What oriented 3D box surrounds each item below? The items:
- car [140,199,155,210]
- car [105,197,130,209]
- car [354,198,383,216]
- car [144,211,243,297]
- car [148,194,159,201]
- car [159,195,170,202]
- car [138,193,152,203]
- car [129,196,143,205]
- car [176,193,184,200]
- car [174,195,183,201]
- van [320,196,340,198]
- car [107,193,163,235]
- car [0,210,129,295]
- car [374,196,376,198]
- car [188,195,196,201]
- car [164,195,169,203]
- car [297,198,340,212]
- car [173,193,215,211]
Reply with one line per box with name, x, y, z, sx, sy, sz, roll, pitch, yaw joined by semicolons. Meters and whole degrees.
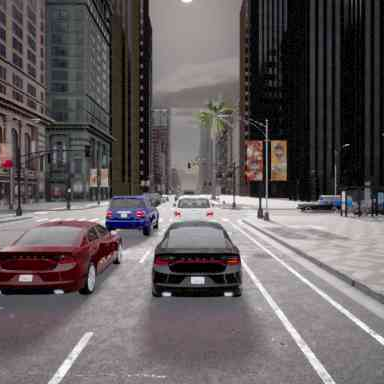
car;-5.990;1.602;44.856;1.895;1.301;4.718;0;0;-9
car;-10.160;1.493;45.747;2.128;1.511;4.902;0;0;3
car;17.053;1.549;31.272;4.403;1.369;2.008;0;0;0
car;0.094;1.477;8.608;1.882;1.535;5.008;0;0;0
car;-9.797;1.348;84.811;2.097;1.767;4.553;0;0;0
car;-6.544;1.530;79.366;2.128;1.511;4.902;0;0;0
car;-9.789;1.229;69.936;2.150;2.045;5.566;0;0;0
car;-9.858;1.528;58.853;1.812;1.442;4.674;0;0;0
car;-3.301;1.194;92.029;2.097;1.767;4.553;0;0;0
car;-3.295;1.496;81.639;1.837;1.490;4.892;0;0;0
van;17.044;1.315;39.796;3.998;1.788;1.690;0;0;0
car;-3.189;1.221;18.626;2.150;2.045;5.566;0;0;2
car;-3.155;1.477;8.761;1.882;1.535;5.008;0;0;0
car;23.984;1.198;37.136;5.566;2.045;2.150;0;0;0
car;-0.046;1.505;83.234;1.837;1.490;4.892;0;0;0
car;-6.538;1.604;69.281;1.895;1.301;4.718;0;0;0
car;14.224;1.584;37.133;4.718;1.301;1.895;0;0;0
car;0.091;1.221;18.568;2.150;2.045;5.566;0;0;0
